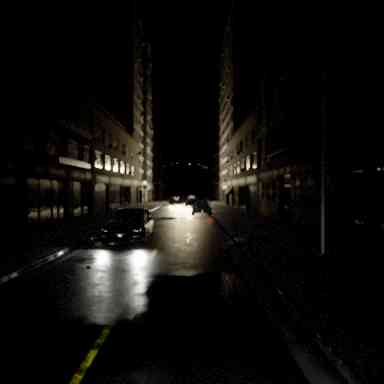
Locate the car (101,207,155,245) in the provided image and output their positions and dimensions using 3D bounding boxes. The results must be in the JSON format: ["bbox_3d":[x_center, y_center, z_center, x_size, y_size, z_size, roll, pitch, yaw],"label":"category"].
[{"bbox_3d":[-2.864,1.486,15.609,1.837,1.490,4.892,0,0,0],"label":"car"}]

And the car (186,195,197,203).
[{"bbox_3d":[-0.061,1.448,68.193,2.128,1.511,4.902,0,0,0],"label":"car"}]

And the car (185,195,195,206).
[{"bbox_3d":[-0.045,1.526,51.739,1.994,1.385,4.181,0,0,0],"label":"car"}]

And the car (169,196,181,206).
[{"bbox_3d":[-2.861,1.454,55.907,2.128,1.511,4.902,0,0,0],"label":"car"}]

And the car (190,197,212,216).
[{"bbox_3d":[0.934,1.493,32.357,1.812,1.442,4.674,0,0,0],"label":"car"}]
